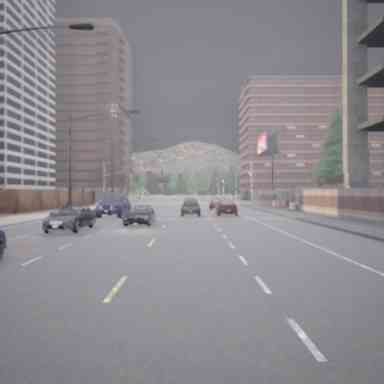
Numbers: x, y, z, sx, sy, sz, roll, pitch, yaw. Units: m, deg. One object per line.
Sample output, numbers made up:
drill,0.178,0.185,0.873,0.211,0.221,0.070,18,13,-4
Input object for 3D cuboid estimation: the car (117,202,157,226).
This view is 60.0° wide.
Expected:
car,-3.620,1.663,23.901,2.033,1.411,5.357,0,0,0

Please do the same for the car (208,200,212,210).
car,3.298,1.593,45.111,1.812,1.442,4.674,0,0,0

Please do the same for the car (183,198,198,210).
car,-0.203,1.583,44.914,1.837,1.490,4.892,0,0,0

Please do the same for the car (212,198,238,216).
car,3.342,1.524,32.736,1.882,1.535,5.008,0,0,0

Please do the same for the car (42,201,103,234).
car,-7.190,1.545,19.924,2.128,1.511,4.902,0,0,0

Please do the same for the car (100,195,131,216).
car,-7.205,1.296,31.149,2.150,2.045,5.566,0,0,3

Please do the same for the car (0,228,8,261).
car,-7.126,1.561,9.483,1.812,1.442,4.674,0,0,0

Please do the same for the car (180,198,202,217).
car,-0.109,1.547,32.298,2.128,1.511,4.902,0,0,0
